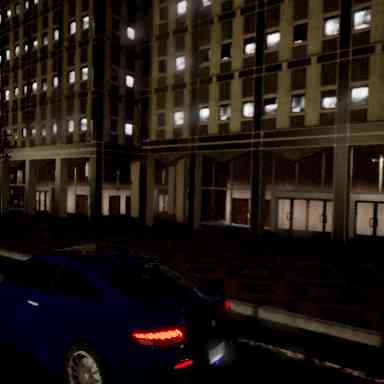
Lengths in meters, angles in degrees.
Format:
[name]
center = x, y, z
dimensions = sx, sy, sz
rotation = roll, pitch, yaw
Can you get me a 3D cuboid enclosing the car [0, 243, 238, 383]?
[car]
center = -1.609, 1.495, 4.828
dimensions = 4.674, 1.442, 1.812
rotation = 1, 0, 35
